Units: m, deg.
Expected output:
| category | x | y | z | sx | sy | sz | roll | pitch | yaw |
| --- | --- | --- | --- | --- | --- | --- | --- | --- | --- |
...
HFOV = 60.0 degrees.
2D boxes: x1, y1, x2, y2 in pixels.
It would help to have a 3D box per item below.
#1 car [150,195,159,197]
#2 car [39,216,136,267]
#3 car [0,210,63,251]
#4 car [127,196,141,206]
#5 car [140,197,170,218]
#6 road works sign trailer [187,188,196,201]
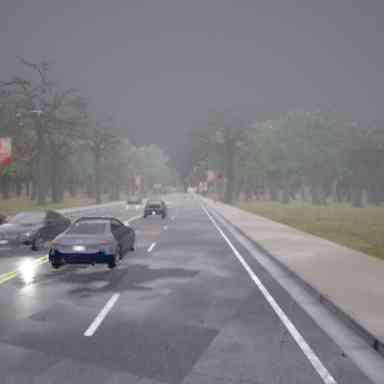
| category | x | y | z | sx | sy | sz | roll | pitch | yaw |
| --- | --- | --- | --- | --- | --- | --- | --- | --- | --- |
| car | -6.541 | 1.350 | 56.829 | 2.097 | 1.767 | 4.553 | 0 | 0 | 1 |
| car | -3.150 | 1.537 | 11.277 | 1.994 | 1.385 | 4.181 | 0 | 0 | 0 |
| car | -6.601 | 1.497 | 13.988 | 1.812 | 1.442 | 4.674 | 0 | 0 | 0 |
| car | -9.791 | 1.476 | 56.743 | 1.882 | 1.535 | 5.008 | 0 | 0 | 1 |
| car | -3.149 | 1.479 | 29.777 | 1.837 | 1.490 | 4.892 | 0 | 0 | 0 |
| road works sign trailer | -0.025 | 0.568 | 87.320 | 2.380 | 3.560 | 2.880 | 0 | 0 | 0 |
